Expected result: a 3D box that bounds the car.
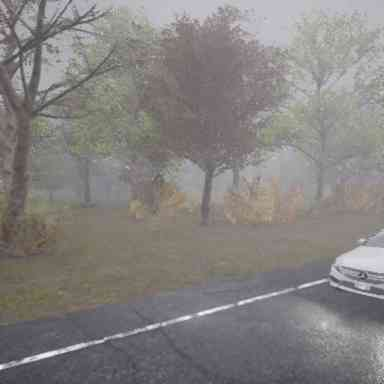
[{"bbox_3d":[5.158,1.551,7.814,4.674,1.442,1.812,0,0,-37],"label":"car"}]
